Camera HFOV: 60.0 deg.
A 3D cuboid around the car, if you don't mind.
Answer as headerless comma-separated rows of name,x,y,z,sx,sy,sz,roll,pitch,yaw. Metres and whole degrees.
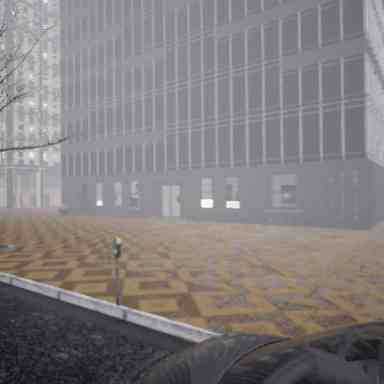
car,1.388,1.566,1.972,4.313,1.339,1.947,0,-1,36
